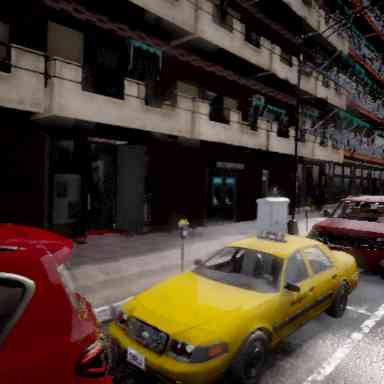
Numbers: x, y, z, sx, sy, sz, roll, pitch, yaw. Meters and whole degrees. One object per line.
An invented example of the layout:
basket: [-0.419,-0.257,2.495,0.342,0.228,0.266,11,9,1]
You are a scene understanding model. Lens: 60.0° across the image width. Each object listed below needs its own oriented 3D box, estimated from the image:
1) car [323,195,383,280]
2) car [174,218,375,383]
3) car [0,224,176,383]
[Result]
car: [5.060,1.053,9.372,2.192,1.841,5.009,4,3,43]
car: [1.083,1.330,5.108,1.752,1.417,4.829,4,3,43]
car: [-2.651,1.184,1.074,2.192,1.841,5.009,4,4,43]
